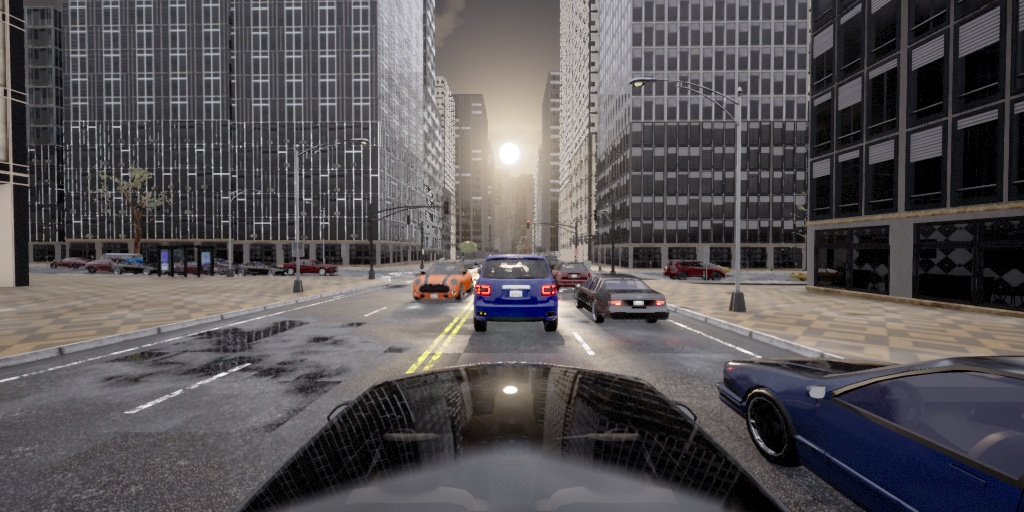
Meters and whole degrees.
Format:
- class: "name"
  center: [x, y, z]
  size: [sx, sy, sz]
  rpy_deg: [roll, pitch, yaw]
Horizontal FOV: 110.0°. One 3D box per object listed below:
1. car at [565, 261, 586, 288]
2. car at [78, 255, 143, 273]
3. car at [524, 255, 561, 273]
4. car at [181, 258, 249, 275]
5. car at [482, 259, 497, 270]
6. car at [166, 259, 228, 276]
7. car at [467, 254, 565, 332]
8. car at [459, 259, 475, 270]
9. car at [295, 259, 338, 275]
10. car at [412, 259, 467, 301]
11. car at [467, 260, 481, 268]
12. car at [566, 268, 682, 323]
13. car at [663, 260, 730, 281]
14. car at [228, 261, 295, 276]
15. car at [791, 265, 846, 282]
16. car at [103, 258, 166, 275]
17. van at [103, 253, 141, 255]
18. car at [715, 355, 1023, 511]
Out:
- class: "car"
  center: [3.349, 1.092, 21.424]
  size: [2.097, 1.767, 4.553]
  rpy_deg: [0, 0, 0]
- class: "car"
  center: [-39.541, 0.936, 35.659]
  size: [4.674, 1.442, 1.812]
  rpy_deg: [1, 1, 1]
- class: "car"
  center: [3.618, 0.919, 43.691]
  size: [2.150, 2.045, 5.566]
  rpy_deg: [-1, 0, -22]
- class: "car"
  center: [-29.269, 0.995, 35.446]
  size: [4.902, 1.511, 2.128]
  rpy_deg: [1, 1, 1]
- class: "car"
  center: [-3.336, 1.191, 53.372]
  size: [1.882, 1.535, 5.008]
  rpy_deg: [0, 0, 0]
- class: "car"
  center: [-28.416, 1.137, 32.737]
  size: [4.207, 1.307, 1.802]
  rpy_deg: [0, 0, 1]
- class: "car"
  center: [0.097, 0.967, 11.014]
  size: [2.150, 2.045, 5.566]
  rpy_deg: [0, 0, 0]
- class: "car"
  center: [-6.602, 1.220, 52.481]
  size: [1.837, 1.490, 4.892]
  rpy_deg: [0, 0, -1]
- class: "car"
  center: [-19.766, 1.068, 35.252]
  size: [5.008, 1.535, 1.882]
  rpy_deg: [1, 1, 0]
- class: "car"
  center: [-3.197, 1.093, 17.277]
  size: [2.097, 1.767, 4.553]
  rpy_deg: [0, 0, 2]
- class: "car"
  center: [-6.571, 1.304, 62.784]
  size: [1.895, 1.301, 4.718]
  rpy_deg: [0, 0, 0]
- class: "car"
  center: [3.350, 1.293, 12.017]
  size: [2.033, 1.411, 5.357]
  rpy_deg: [0, 0, 0]
- class: "car"
  center: [16.193, 1.268, 32.075]
  size: [5.009, 1.841, 2.192]
  rpy_deg: [0, 0, 1]
- class: "car"
  center: [-22.732, 1.173, 32.604]
  size: [4.313, 1.339, 1.948]
  rpy_deg: [0, 0, 1]
- class: "car"
  center: [27.641, 1.578, 31.878]
  size: [4.829, 1.417, 1.751]
  rpy_deg: [0, 0, 1]
- class: "car"
  center: [-34.097, 1.068, 32.911]
  size: [4.313, 1.339, 1.948]
  rpy_deg: [0, 0, 1]
- class: "van"
  center: [-45.288, 0.604, 41.571]
  size: [3.998, 1.789, 1.690]
  rpy_deg: [0, 0, 1]
- class: "car"
  center: [3.350, 1.297, 1.837]
  size: [2.033, 1.411, 5.357]
  rpy_deg: [0, 0, 1]
